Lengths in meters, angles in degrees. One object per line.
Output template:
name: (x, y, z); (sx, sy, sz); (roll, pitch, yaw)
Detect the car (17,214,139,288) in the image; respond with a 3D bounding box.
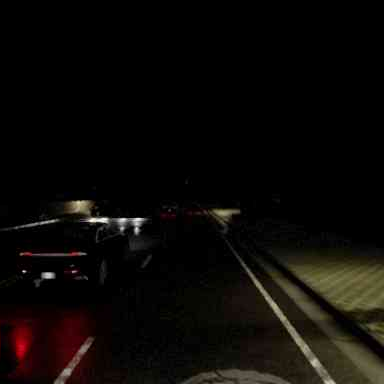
car: (-3.096, 1.615, 9.610); (2.128, 1.511, 4.902); (0, -1, 0)

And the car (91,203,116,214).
car: (-9.656, 1.963, 36.621); (2.128, 1.511, 4.902); (0, -1, 0)

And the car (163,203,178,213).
car: (-2.920, 2.167, 45.957); (1.895, 1.301, 4.718); (0, -1, 0)

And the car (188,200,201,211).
car: (0.348, 2.098, 49.975); (2.128, 1.511, 4.902); (0, -1, 0)

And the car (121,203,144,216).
car: (-6.410, 1.959, 35.963); (1.837, 1.490, 4.892); (0, -1, 0)

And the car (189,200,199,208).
car: (0.318, 2.308, 64.322); (1.812, 1.442, 4.674); (0, -1, 0)
